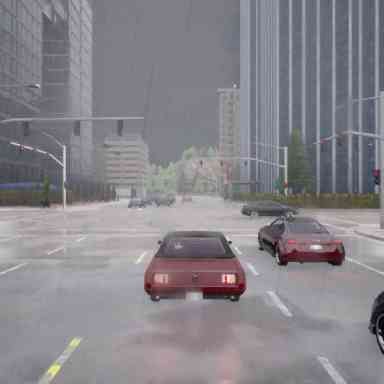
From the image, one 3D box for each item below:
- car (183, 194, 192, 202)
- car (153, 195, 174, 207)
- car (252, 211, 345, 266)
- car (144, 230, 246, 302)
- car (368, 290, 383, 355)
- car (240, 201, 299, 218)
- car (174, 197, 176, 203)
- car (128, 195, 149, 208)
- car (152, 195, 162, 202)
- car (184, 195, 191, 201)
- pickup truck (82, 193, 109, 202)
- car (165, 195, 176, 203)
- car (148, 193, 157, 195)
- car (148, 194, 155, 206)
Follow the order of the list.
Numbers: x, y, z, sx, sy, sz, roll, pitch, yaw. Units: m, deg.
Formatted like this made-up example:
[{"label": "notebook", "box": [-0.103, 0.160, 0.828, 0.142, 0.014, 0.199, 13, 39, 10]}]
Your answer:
[{"label": "car", "box": [-1.124, 1.355, 77.872, 2.097, 1.767, 4.553, 0, 0, -1]}, {"label": "car", "box": [-4.341, 1.547, 51.521, 2.033, 1.411, 5.357, 0, 0, -1]}, {"label": "car", "box": [3.579, 1.564, 11.602, 1.994, 1.385, 4.181, 0, 0, 0]}, {"label": "car", "box": [0.072, 1.601, 8.244, 1.895, 1.301, 4.718, 0, 0, 0]}, {"label": "car", "box": [3.608, 1.564, 3.191, 1.994, 1.385, 4.181, 0, 0, -1]}, {"label": "car", "box": [6.599, 1.504, 28.284, 4.892, 1.490, 1.837, 0, 0, 0]}, {"label": "car", "box": [-4.454, 1.505, 61.363, 1.837, 1.490, 4.892, 0, 0, -1]}, {"label": "car", "box": [-7.785, 1.526, 47.421, 1.812, 1.442, 4.674, 0, 0, 1]}, {"label": "car", "box": [-8.123, 1.465, 77.548, 1.882, 1.535, 5.008, 0, 0, -1]}, {"label": "car", "box": [-1.274, 1.524, 88.162, 1.812, 1.442, 4.674, 0, 0, -1]}, {"label": "pickup truck", "box": [-21.184, 1.058, 73.296, 2.390, 2.098, 6.274, 0, 0, 30]}, {"label": "car", "box": [-4.540, 1.525, 71.803, 2.128, 1.511, 4.902, 0, 0, -1]}, {"label": "car", "box": [-7.990, 1.221, 67.081, 2.150, 2.045, 5.566, 0, 0, -1]}, {"label": "car", "box": [-7.901, 1.505, 56.675, 1.837, 1.490, 4.892, 0, 0, -1]}]
